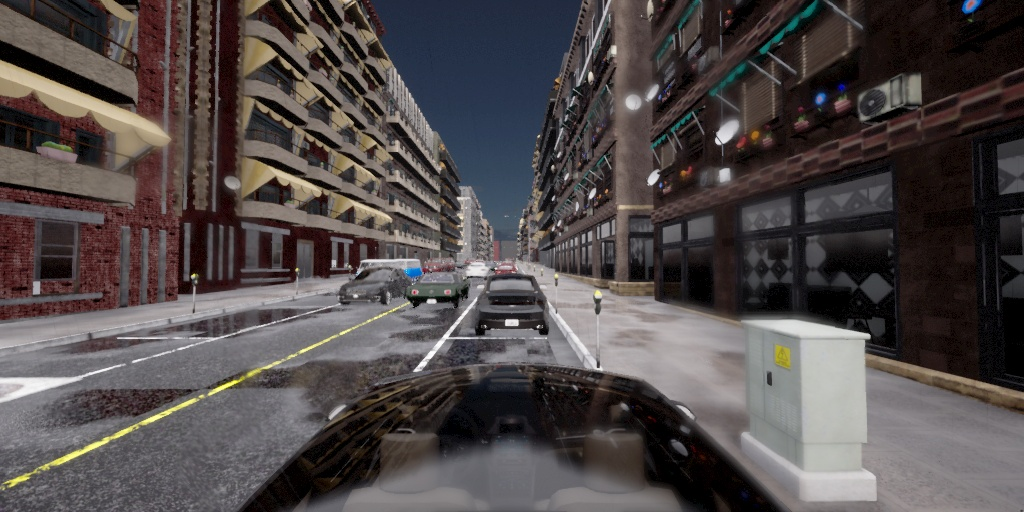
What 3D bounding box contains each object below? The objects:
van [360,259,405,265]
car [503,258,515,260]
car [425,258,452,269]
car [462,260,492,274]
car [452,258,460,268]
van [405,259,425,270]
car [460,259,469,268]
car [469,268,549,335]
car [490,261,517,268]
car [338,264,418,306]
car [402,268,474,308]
[{"bbox_3d":[-8.336,1.108,22.602,1.690,1.789,3.998,0,0,0],"label":"van"},{"bbox_3d":[-0.447,1.240,39.134,1.967,1.591,4.097,0,0,0],"label":"car"},{"bbox_3d":[-8.337,1.115,39.194,2.192,1.841,5.009,0,0,0],"label":"car"},{"bbox_3d":[-3.022,1.310,32.048,1.812,1.442,4.674,0,0,0],"label":"car"},{"bbox_3d":[-8.337,1.128,44.724,2.192,1.841,5.009,0,0,0],"label":"car"},{"bbox_3d":[-8.337,1.118,28.134,1.690,1.789,3.998,0,0,0],"label":"van"},{"bbox_3d":[-8.338,1.410,55.786,1.948,1.339,4.313,0,0,0],"label":"car"},{"bbox_3d":[0.000,1.259,10.503,1.837,1.490,4.892,0,0,0],"label":"car"},{"bbox_3d":[-0.454,1.322,28.072,1.888,1.381,4.507,0,0,0],"label":"car"},{"bbox_3d":[-5.871,1.264,15.902,1.837,1.490,4.892,0,0,0],"label":"car"},{"bbox_3d":[-2.921,1.360,15.292,1.895,1.301,4.718,0,0,0],"label":"car"}]
